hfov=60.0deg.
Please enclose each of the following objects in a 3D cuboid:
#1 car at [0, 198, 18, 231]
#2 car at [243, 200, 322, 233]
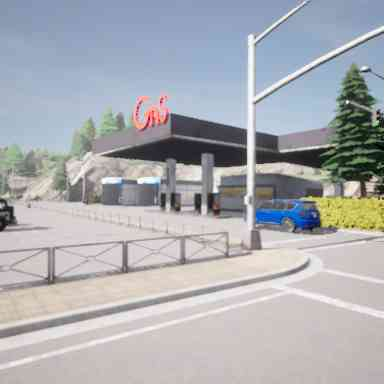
[{"bbox_3d":[-12.148,1.274,18.697,3.866,1.878,1.905,0,0,-36],"label":"car"},{"bbox_3d":[5.890,1.529,22.258,2.150,2.045,5.566,0,0,-35],"label":"car"}]
